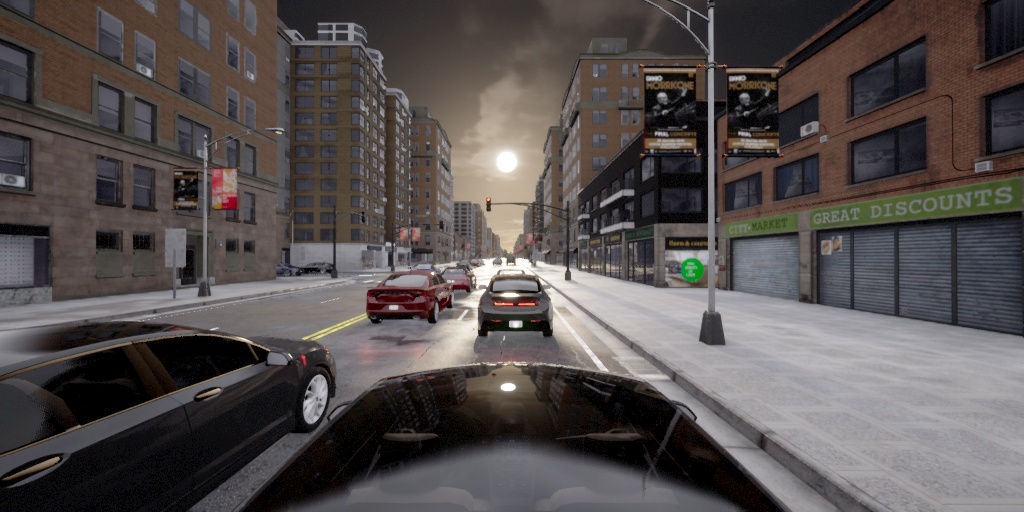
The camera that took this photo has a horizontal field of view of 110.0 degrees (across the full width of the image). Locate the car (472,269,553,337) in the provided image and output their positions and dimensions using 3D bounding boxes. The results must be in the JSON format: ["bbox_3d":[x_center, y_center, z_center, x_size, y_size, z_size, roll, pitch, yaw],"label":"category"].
[{"bbox_3d":[0.077,1.256,10.329,1.837,1.490,4.892,0,0,0],"label":"car"}]

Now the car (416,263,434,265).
[{"bbox_3d":[-6.671,1.280,27.189,1.812,1.442,4.674,0,0,0],"label":"car"}]

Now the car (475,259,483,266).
[{"bbox_3d":[-6.737,1.256,63.259,1.882,1.535,5.008,0,0,0],"label":"car"}]

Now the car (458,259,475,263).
[{"bbox_3d":[-6.729,1.273,50.458,1.837,1.490,4.892,0,0,0],"label":"car"}]

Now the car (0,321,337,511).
[{"bbox_3d":[-3.152,1.255,2.648,1.837,1.490,4.892,0,0,0],"label":"car"}]

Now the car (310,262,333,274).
[{"bbox_3d":[-22.256,1.347,40.704,4.313,1.339,1.948,0,0,0],"label":"car"}]

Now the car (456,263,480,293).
[{"bbox_3d":[-3.199,1.317,20.977,1.994,1.385,4.181,0,0,-1],"label":"car"}]

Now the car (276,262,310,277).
[{"bbox_3d":[-22.726,1.315,35.224,4.181,1.385,1.994,0,0,0],"label":"car"}]

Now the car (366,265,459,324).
[{"bbox_3d":[-3.179,1.229,12.083,1.882,1.535,5.008,0,0,0],"label":"car"}]
